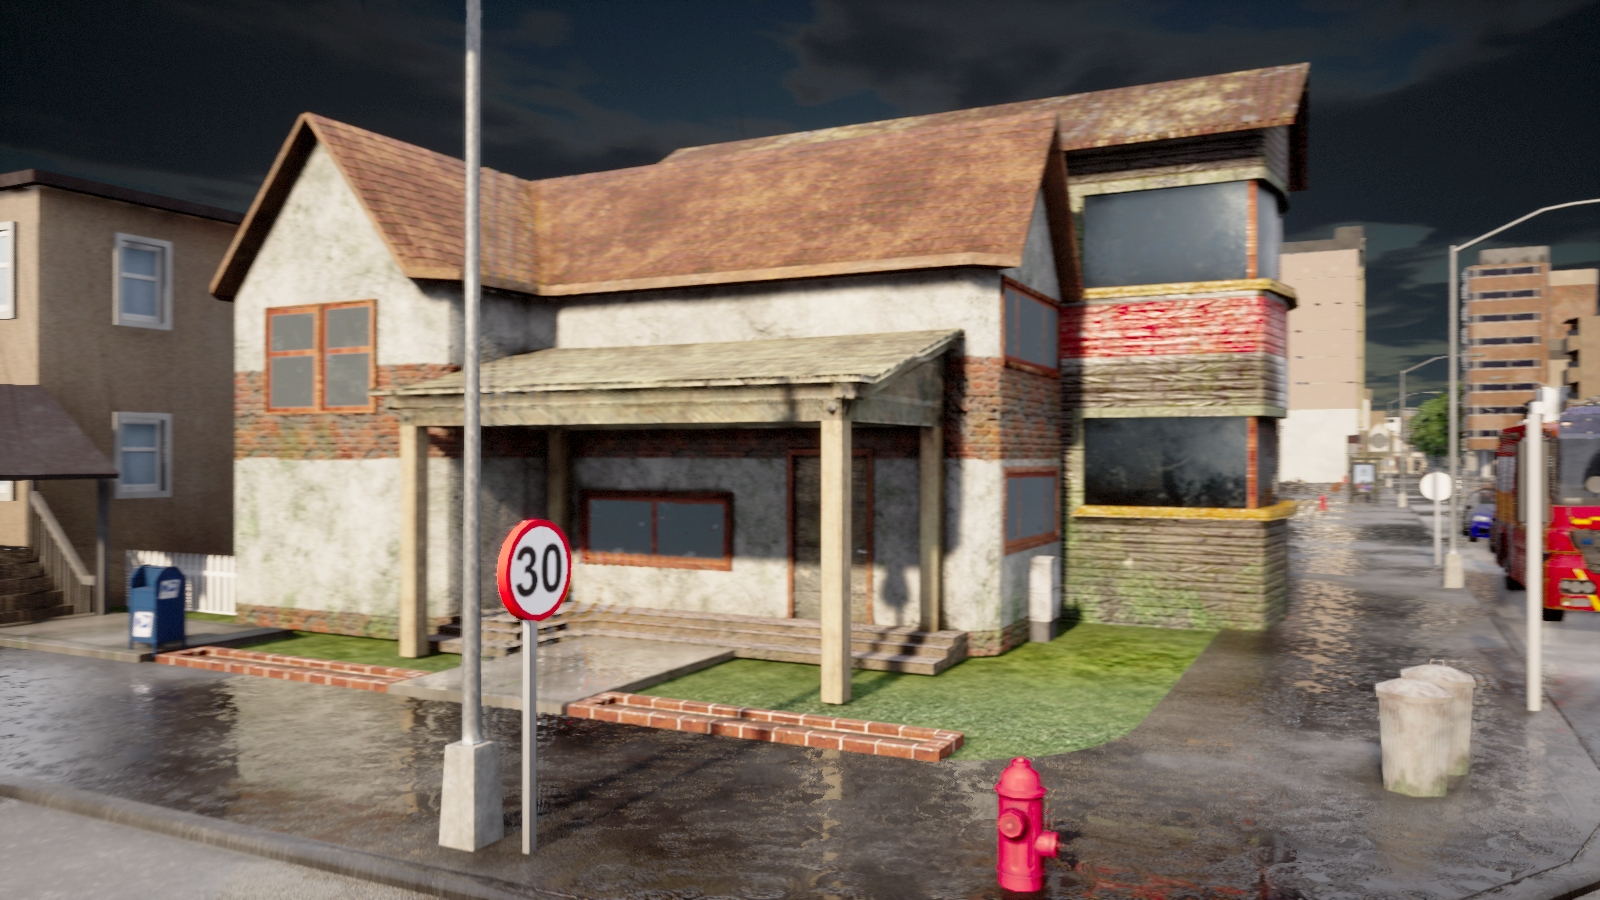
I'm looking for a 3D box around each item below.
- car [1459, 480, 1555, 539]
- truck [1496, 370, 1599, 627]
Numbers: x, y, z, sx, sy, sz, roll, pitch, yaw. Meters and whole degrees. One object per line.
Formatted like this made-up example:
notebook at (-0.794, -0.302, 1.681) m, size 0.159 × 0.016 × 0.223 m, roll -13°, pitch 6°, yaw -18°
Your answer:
car at (22.876, 1.876, 37.165) m, size 2.242 × 1.667 × 4.611 m, roll 0°, pitch 0°, yaw 26°
truck at (14.559, 0.744, 20.453) m, size 2.891 × 3.827 × 8.468 m, roll 0°, pitch 0°, yaw 26°
